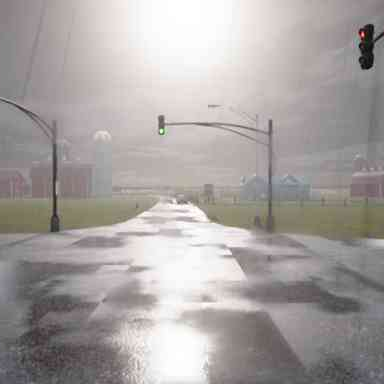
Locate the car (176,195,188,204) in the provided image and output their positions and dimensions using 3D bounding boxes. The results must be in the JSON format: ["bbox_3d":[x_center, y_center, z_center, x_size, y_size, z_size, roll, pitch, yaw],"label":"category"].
[{"bbox_3d":[-1.797,1.608,61.760,1.895,1.301,4.718,0,0,-3],"label":"car"}]

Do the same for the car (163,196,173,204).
[{"bbox_3d":[-4.790,1.541,65.757,1.812,1.442,4.674,0,0,-3],"label":"car"}]

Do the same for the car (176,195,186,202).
[{"bbox_3d":[-2.423,1.431,71.743,1.837,1.490,4.892,0,0,-4],"label":"car"}]
